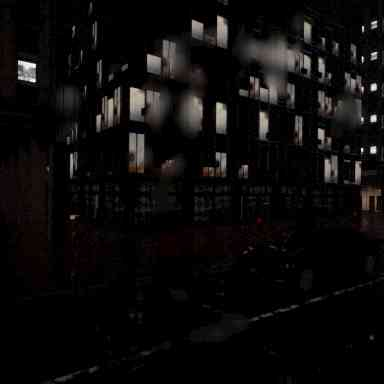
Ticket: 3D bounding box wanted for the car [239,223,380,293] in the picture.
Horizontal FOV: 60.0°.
[{"bbox_3d":[3.239,1.547,8.859,4.507,1.381,1.887,0,1,-35],"label":"car"}]
